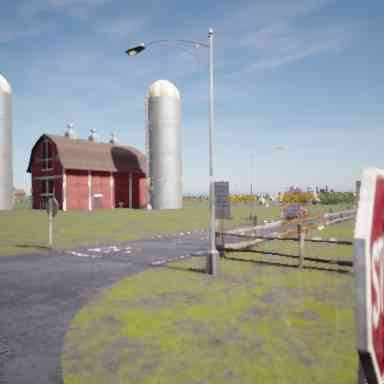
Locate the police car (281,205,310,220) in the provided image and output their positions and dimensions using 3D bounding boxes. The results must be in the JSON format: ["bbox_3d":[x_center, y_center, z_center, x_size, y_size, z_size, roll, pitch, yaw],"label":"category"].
[{"bbox_3d":[11.313,2.267,36.499,2.038,1.542,4.974,-2,-2,35],"label":"police car"}]
